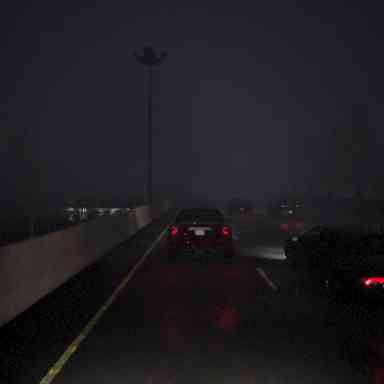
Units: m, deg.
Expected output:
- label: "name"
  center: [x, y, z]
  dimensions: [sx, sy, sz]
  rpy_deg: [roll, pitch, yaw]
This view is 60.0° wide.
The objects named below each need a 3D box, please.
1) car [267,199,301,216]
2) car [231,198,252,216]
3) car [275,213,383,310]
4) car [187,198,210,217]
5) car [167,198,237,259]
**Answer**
- label: "car"
  center: [7.558, 1.296, 27.752]
  dimensions: [2.128, 1.511, 4.902]
  rpy_deg: [0, 0, 1]
- label: "car"
  center: [4.091, 1.252, 29.396]
  dimensions: [1.882, 1.535, 5.008]
  rpy_deg: [0, 0, 1]
- label: "car"
  center: [3.689, 1.498, 7.939]
  dimensions: [2.033, 1.411, 5.357]
  rpy_deg: [0, 1, 1]
- label: "car"
  center: [0.574, 1.287, 28.907]
  dimensions: [1.812, 1.442, 4.674]
  rpy_deg: [0, 0, 1]
- label: "car"
  center: [0.285, 1.251, 12.365]
  dimensions: [2.097, 1.767, 4.553]
  rpy_deg: [0, 1, 1]
